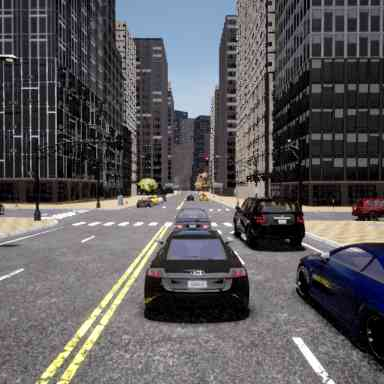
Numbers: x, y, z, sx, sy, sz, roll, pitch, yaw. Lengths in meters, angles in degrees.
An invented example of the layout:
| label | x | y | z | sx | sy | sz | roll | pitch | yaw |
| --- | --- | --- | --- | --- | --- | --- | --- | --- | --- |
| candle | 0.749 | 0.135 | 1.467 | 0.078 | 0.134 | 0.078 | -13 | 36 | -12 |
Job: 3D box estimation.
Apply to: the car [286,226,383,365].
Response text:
| label | x | y | z | sx | sy | sz | roll | pitch | yaw |
| --- | --- | --- | --- | --- | --- | --- | --- | --- | --- |
| car | 3.334 | 1.561 | 5.786 | 1.994 | 1.385 | 4.181 | 0 | 0 | -1 |

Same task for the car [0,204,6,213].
| label | x | y | z | sx | sy | sz | roll | pitch | yaw |
| --- | --- | --- | --- | --- | --- | --- | --- | --- | --- |
| car | -19.939 | 1.345 | 30.916 | 4.892 | 1.490 | 1.837 | 1 | 1 | 1 |

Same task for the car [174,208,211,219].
| label | x | y | z | sx | sy | sz | roll | pitch | yaw |
| --- | --- | --- | --- | --- | --- | --- | --- | --- | --- |
| car | 0.025 | 1.538 | 16.978 | 2.033 | 1.411 | 5.357 | 0 | 0 | 0 |

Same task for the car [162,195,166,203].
| label | x | y | z | sx | sy | sz | roll | pitch | yaw |
| --- | --- | --- | --- | --- | --- | --- | --- | --- | --- |
| car | -6.824 | 1.469 | 66.530 | 1.812 | 1.442 | 4.674 | 0 | 0 | 0 |

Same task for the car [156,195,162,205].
| label | x | y | z | sx | sy | sz | roll | pitch | yaw |
| --- | --- | --- | --- | --- | --- | --- | --- | --- | --- |
| car | -6.835 | 1.433 | 57.082 | 1.882 | 1.535 | 5.008 | 0 | 0 | 0 |

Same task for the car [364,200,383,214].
| label | x | y | z | sx | sy | sz | roll | pitch | yaw |
| --- | --- | --- | --- | --- | --- | --- | --- | --- | --- |
| car | 21.650 | 1.643 | 36.204 | 4.829 | 1.417 | 1.752 | 1 | 0 | 1 |

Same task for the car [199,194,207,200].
| label | x | y | z | sx | sy | sz | roll | pitch | yaw |
| --- | --- | --- | --- | --- | --- | --- | --- | --- | --- |
| car | 2.857 | 1.243 | 89.041 | 1.837 | 1.490 | 4.892 | 0 | 0 | 0 |

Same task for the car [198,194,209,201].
| label | x | y | z | sx | sy | sz | roll | pitch | yaw |
| --- | --- | --- | --- | --- | --- | --- | --- | --- | --- |
| car | 2.903 | 1.396 | 78.624 | 1.882 | 1.535 | 5.008 | 0 | 0 | 0 |

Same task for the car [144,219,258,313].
| label | x | y | z | sx | sy | sz | roll | pitch | yaw |
| --- | --- | --- | --- | --- | --- | --- | --- | --- | --- |
| car | 0.068 | 1.560 | 7.756 | 1.994 | 1.385 | 4.181 | 0 | 0 | -1 |

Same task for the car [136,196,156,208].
| label | x | y | z | sx | sy | sz | roll | pitch | yaw |
| --- | --- | --- | --- | --- | --- | --- | --- | --- | --- |
| car | -6.803 | 1.530 | 48.153 | 1.994 | 1.385 | 4.181 | 0 | 0 | 0 |

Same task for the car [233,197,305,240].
| label | x | y | z | sx | sy | sz | roll | pitch | yaw |
| --- | --- | --- | --- | --- | --- | --- | --- | --- | --- |
| car | 3.308 | 1.213 | 15.207 | 2.150 | 2.045 | 5.566 | 0 | 0 | -2 |

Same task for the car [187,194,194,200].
| label | x | y | z | sx | sy | sz | roll | pitch | yaw |
| --- | --- | --- | --- | --- | --- | --- | --- | --- | --- |
| car | -0.395 | 1.387 | 89.445 | 1.882 | 1.535 | 5.008 | 0 | 0 | 0 |

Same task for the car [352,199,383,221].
| label | x | y | z | sx | sy | sz | roll | pitch | yaw |
| --- | --- | --- | --- | --- | --- | --- | --- | --- | --- |
| car | 16.078 | 1.520 | 27.892 | 5.009 | 1.841 | 2.192 | 1 | 0 | 1 |

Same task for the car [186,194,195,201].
| label | x | y | z | sx | sy | sz | roll | pitch | yaw |
| --- | --- | --- | --- | --- | --- | --- | --- | --- | --- |
| car | -0.351 | 1.426 | 79.386 | 1.837 | 1.490 | 4.892 | 0 | 0 | 0 |
